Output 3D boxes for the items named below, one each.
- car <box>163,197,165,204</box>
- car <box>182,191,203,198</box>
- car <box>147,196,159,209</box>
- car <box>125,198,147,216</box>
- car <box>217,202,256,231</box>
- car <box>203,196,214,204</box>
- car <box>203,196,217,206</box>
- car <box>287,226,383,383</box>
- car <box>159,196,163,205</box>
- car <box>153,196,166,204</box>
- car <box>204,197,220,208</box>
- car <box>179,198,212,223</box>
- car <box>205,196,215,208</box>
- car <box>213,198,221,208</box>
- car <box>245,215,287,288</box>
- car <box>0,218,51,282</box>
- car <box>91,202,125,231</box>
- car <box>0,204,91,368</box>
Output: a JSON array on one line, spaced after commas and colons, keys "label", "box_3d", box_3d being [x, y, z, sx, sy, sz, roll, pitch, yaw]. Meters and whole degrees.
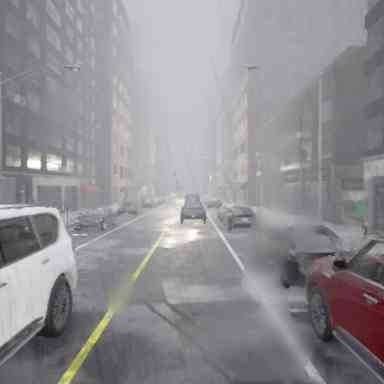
[{"label": "car", "box_3d": [-5.682, 1.402, 53.199, 1.887, 1.381, 4.507, -1, 0, 0]}, {"label": "car", "box_3d": [0.095, 1.099, 44.637, 2.150, 2.045, 5.566, 0, 0, 0]}, {"label": "car", "box_3d": [-5.681, 1.433, 42.137, 1.887, 1.381, 4.507, -1, 0, 0]}, {"label": "car", "box_3d": [-5.679, 1.484, 31.076, 1.947, 1.339, 4.313, -1, 0, 0]}, {"label": "car", "box_3d": [2.847, 1.514, 20.029, 1.947, 1.339, 4.313, -1, 0, 0]}, {"label": "car", "box_3d": [2.844, 1.424, 58.734, 1.802, 1.307, 4.206, -1, 0, 0]}, {"label": "car", "box_3d": [2.844, 1.423, 53.205, 1.947, 1.339, 4.313, -1, 0, 0]}, {"label": "car", "box_3d": [2.846, 1.306, 3.441, 2.192, 1.841, 5.009, -1, 0, 0]}, {"label": "car", "box_3d": [-5.681, 1.424, 47.668, 2.008, 1.369, 4.403, -1, 0, 0]}, {"label": "car", "box_3d": [-5.682, 1.407, 58.729, 1.947, 1.339, 4.313, -1, 0, 0]}, {"label": "car", "box_3d": [2.844, 1.424, 47.676, 2.008, 1.369, 4.403, -1, 0, 0]}, {"label": "car", "box_3d": [0.097, 1.427, 24.811, 2.128, 1.511, 4.902, 0, 0, 0]}, {"label": "car", "box_3d": [2.845, 1.433, 42.146, 1.887, 1.381, 4.507, -1, 0, 0]}, {"label": "car", "box_3d": [2.846, 1.459, 25.728, 1.752, 1.417, 4.829, -1, 0, 0]}, {"label": "car", "box_3d": [2.848, 1.543, 8.971, 1.947, 1.339, 4.313, -1, 0, 0]}, {"label": "car", "box_3d": [-5.677, 1.542, 8.953, 1.947, 1.339, 4.313, -1, 0, 0]}, {"label": "car", "box_3d": [-5.678, 1.499, 20.014, 2.008, 1.369, 4.403, -1, 0, 0]}, {"label": "car", "box_3d": [-3.091, 1.213, 3.671, 2.150, 2.045, 5.566, 0, 0, 0]}]
